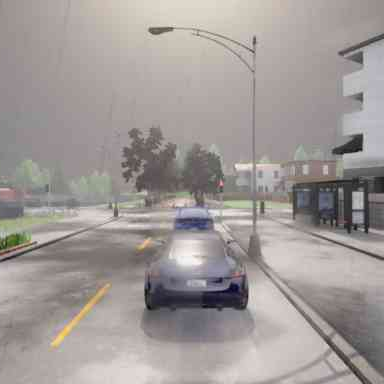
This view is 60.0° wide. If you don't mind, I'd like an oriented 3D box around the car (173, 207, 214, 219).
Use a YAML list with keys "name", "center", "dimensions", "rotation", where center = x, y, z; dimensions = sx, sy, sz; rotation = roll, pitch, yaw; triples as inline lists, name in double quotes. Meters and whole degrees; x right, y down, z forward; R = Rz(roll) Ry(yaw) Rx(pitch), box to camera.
- name: "car"
  center: [0.080, 1.477, 16.791]
  dimensions: [1.882, 1.535, 5.008]
  rotation: [0, 0, 0]

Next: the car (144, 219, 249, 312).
- name: "car"
  center: [0.090, 1.564, 7.808]
  dimensions: [1.994, 1.385, 4.181]
  rotation: [0, 0, 0]
